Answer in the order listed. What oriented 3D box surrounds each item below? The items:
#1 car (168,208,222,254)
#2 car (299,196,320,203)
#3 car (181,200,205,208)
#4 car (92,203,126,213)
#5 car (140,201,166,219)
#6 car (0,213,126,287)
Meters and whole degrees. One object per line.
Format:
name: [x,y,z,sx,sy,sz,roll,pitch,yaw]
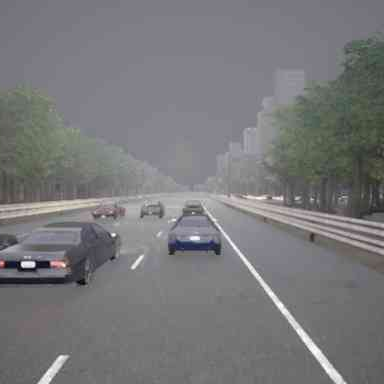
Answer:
car: [0.099,1.575,13.542,1.994,1.385,4.181,0,0,0]
car: [26.887,1.722,76.322,2.128,1.511,4.902,0,1,-44]
car: [0.100,1.518,29.723,1.837,1.490,4.892,0,0,0]
car: [-6.900,1.615,28.142,1.895,1.301,4.718,0,0,0]
car: [-3.400,1.504,29.627,2.128,1.511,4.902,0,0,0]
car: [-3.403,1.555,9.412,2.033,1.411,5.357,0,0,0]
